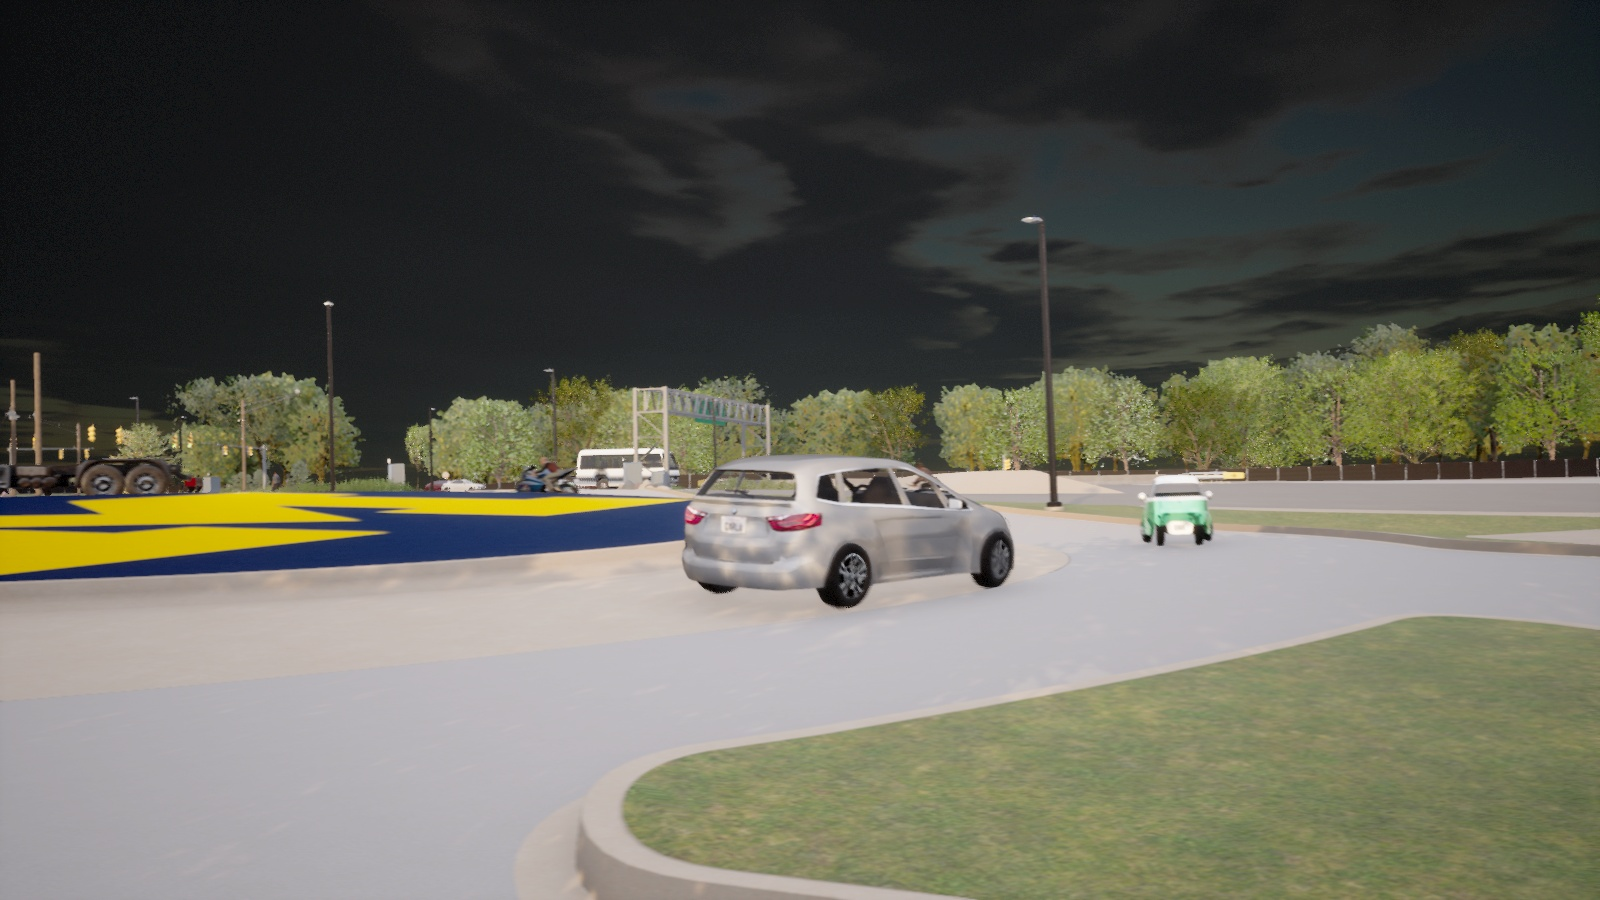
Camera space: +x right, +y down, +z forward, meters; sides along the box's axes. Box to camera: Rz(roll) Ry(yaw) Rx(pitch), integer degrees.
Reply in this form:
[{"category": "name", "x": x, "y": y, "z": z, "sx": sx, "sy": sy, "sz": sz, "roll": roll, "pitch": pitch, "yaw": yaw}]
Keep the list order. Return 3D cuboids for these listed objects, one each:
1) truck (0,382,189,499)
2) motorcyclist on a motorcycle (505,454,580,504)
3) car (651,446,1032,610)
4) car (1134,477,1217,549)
[{"category": "truck", "x": -23.405, "y": -0.257, "z": 38.949, "sx": 7.936, "sy": 3.462, "sz": 2.891, "roll": 0, "pitch": -1, "yaw": -27}, {"category": "motorcyclist on a motorcycle", "x": -8.280, "y": 0.936, "z": 40.400, "sx": 2.191, "sy": 1.530, "sz": 0.866, "roll": 1, "pitch": -1, "yaw": 16}, {"category": "car", "x": 0.661, "y": 0.831, "z": 15.491, "sx": 2.242, "sy": 1.667, "sz": 4.611, "roll": 2, "pitch": 0, "yaw": 41}, {"category": "car", "x": 7.565, "y": 1.245, "z": 25.423, "sx": 1.481, "sy": 1.376, "sz": 2.207, "roll": -2, "pitch": -2, "yaw": 14}]
